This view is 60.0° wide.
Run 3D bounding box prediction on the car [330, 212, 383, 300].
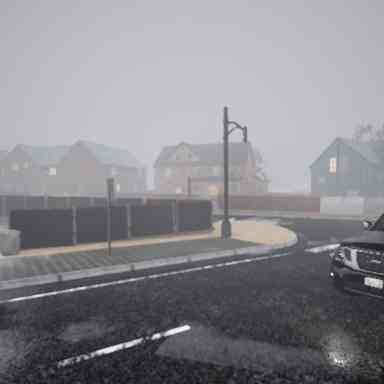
[{"bbox_3d":[5.439,1.232,7.439,5.566,2.045,2.150,0,0,-35],"label":"car"}]
